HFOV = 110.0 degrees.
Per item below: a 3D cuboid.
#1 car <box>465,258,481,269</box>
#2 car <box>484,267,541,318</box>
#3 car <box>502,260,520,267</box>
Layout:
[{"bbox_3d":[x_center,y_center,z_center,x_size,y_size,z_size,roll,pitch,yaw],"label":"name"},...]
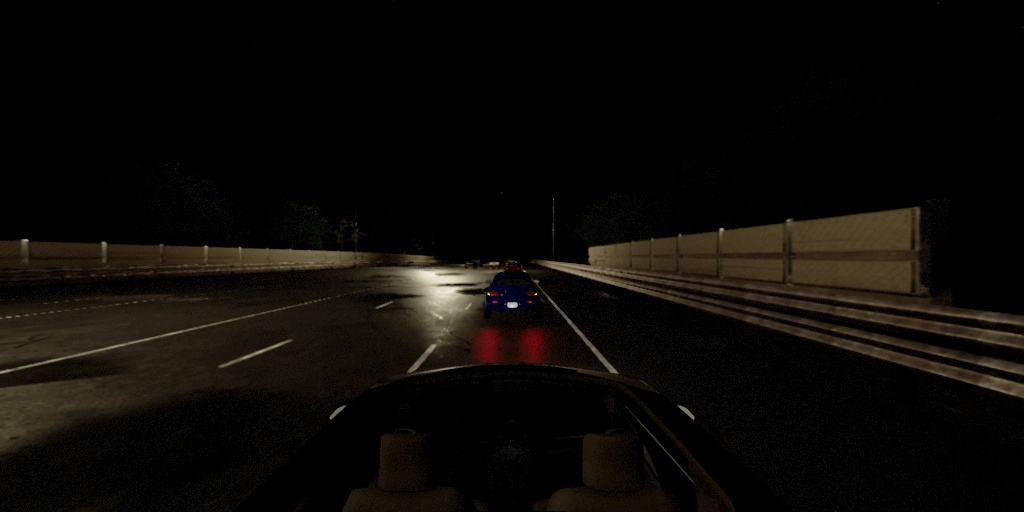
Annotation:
[{"bbox_3d":[-6.943,1.451,61.140,1.837,1.490,4.892,0,0,0],"label":"car"},{"bbox_3d":[0.010,1.287,12.957,1.812,1.442,4.674,0,0,0],"label":"car"},{"bbox_3d":[0.040,1.443,41.599,1.895,1.301,4.718,0,0,0],"label":"car"}]
